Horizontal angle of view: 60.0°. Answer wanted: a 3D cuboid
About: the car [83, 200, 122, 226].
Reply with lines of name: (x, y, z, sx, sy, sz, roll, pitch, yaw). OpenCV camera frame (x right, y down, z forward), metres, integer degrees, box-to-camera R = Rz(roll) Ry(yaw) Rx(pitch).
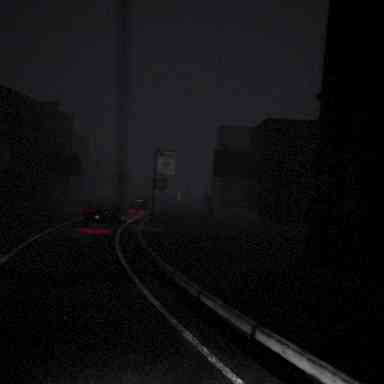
car: (-5.801, 1.296, 22.105, 1.882, 1.535, 5.008, 4, 0, -5)

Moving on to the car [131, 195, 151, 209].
car: (-6.168, 1.186, 40.549, 2.128, 1.511, 4.902, 4, 1, 1)
